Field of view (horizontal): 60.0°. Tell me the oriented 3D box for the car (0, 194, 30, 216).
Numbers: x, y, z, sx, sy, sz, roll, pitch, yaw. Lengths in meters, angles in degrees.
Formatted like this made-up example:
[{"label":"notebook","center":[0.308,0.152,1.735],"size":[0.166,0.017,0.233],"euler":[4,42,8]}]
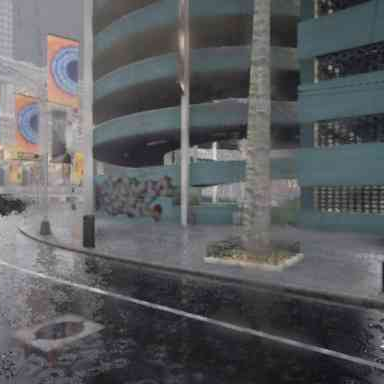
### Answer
[{"label":"car","center":[-18.203,1.176,32.185],"size":[2.150,2.045,5.566],"euler":[0,0,-5]}]
